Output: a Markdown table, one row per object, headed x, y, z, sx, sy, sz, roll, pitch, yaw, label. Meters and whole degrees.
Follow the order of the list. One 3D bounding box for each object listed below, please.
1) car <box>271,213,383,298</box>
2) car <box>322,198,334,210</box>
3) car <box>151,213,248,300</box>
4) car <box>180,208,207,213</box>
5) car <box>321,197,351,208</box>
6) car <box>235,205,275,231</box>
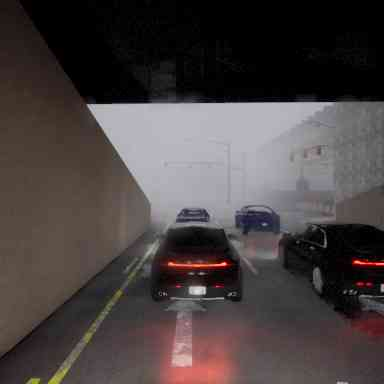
| x | y | z | sx | sy | sz | roll | pitch | yaw | label |
| --- | --- | --- | --- | --- | --- | --- | --- | --- | --- |
| 3.601 | 1.505 | 8.480 | 1.837 | 1.490 | 4.892 | 0 | 0 | 0 | car |
| 17.612 | 1.452 | 40.633 | 4.974 | 1.542 | 2.038 | 0 | 0 | -45 | car |
| 0.105 | 1.505 | 8.339 | 1.837 | 1.490 | 4.892 | 0 | 0 | 0 | car |
| 0.100 | 1.547 | 18.085 | 2.033 | 1.411 | 5.357 | 0 | 0 | 3 | car |
| 17.649 | 1.295 | 40.670 | 4.536 | 1.218 | 1.853 | 0 | 0 | -45 | car |
| 3.631 | 1.477 | 19.116 | 1.882 | 1.535 | 5.008 | 0 | 0 | 0 | car |
